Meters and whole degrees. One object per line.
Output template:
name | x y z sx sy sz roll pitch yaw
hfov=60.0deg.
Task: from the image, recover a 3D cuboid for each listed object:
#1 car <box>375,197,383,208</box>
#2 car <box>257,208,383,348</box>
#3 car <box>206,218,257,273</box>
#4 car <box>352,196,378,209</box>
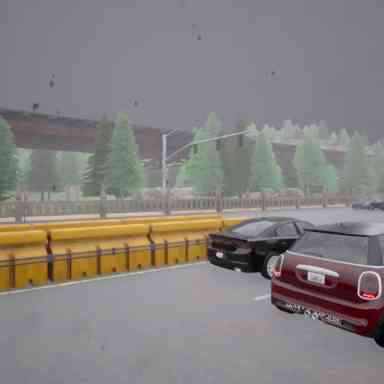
car | 23.563 1.548 37.982 5.357 1.411 2.033 0 0 -35
car | 3.660 1.352 6.395 4.553 1.767 2.097 0 0 -35
car | 2.738 1.478 10.027 5.008 1.535 1.882 0 0 -35
car | 21.676 1.351 40.933 4.553 1.767 2.097 0 0 -35
